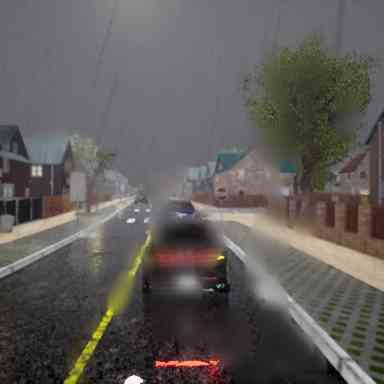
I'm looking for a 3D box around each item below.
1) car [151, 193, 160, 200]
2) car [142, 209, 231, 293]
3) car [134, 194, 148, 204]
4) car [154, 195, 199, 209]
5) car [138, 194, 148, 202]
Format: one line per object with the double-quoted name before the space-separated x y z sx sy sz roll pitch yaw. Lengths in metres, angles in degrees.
"car" -7.596 1.046 71.556 1.837 1.490 4.892 0 0 -7
"car" -0.180 1.411 8.579 1.837 1.490 4.892 0 0 -2
"car" -7.753 1.161 51.060 1.994 1.385 4.181 0 0 -7
"car" -0.703 1.177 17.645 2.097 1.767 4.553 0 0 -2
"car" -9.508 1.123 64.754 1.994 1.385 4.181 0 0 -7
